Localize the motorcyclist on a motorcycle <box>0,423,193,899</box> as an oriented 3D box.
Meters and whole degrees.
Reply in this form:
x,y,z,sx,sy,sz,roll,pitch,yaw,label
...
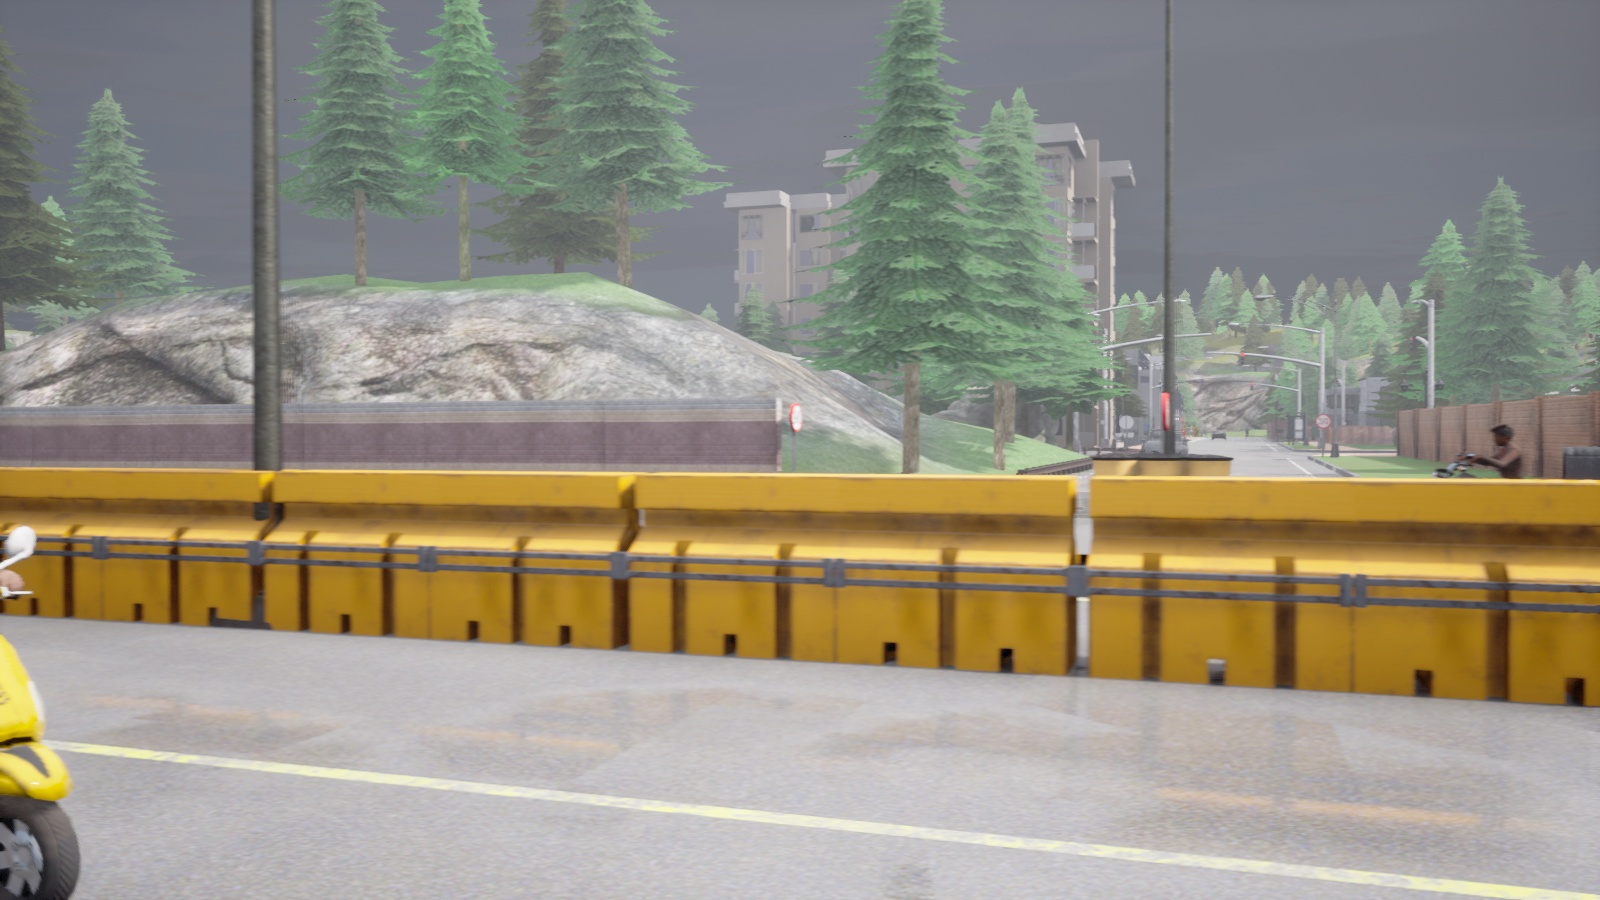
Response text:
x,y,z,sx,sy,sz,roll,pitch,yaw,label
-3.107,0.701,4.239,1.817,1.590,0.866,1,1,19,motorcyclist on a motorcycle

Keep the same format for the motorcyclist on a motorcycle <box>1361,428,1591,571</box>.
x,y,z,sx,sy,sz,roll,pitch,yaw,label
8.130,0.563,15.227,2.350,1.649,0.766,0,1,19,motorcyclist on a motorcycle

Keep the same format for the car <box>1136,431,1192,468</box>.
x,y,z,sx,sy,sz,roll,pitch,yaw,label
15.643,-0.049,53.804,2.007,1.525,4.514,1,1,19,car
